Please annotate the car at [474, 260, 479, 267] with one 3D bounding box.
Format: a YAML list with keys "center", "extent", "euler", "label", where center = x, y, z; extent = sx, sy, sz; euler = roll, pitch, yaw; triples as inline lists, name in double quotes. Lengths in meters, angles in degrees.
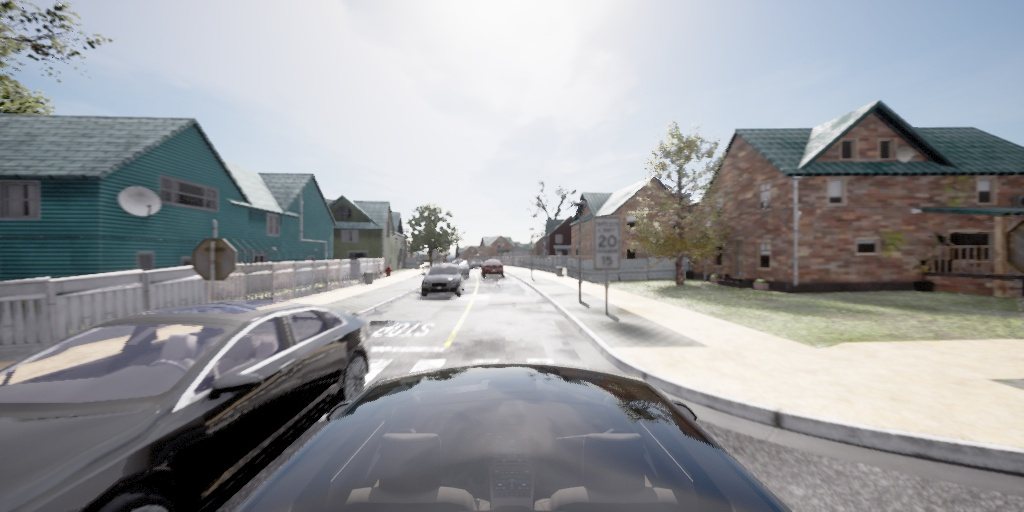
- center: [-5.428, 1.226, 54.775]
  extent: [1.895, 1.301, 4.718]
  euler: [0, 0, -11]
  label: "car"

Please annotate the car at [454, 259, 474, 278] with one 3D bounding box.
- center: [-4.625, 1.120, 31.683]
  extent: [2.128, 1.511, 4.902]
  euler: [0, 0, -7]
  label: "car"

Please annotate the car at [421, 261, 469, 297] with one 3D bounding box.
- center: [-3.450, 1.189, 18.601]
  extent: [1.837, 1.490, 4.892]
  euler: [0, 0, -4]
  label: "car"

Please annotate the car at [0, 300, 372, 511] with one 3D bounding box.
- center: [-2.932, 1.242, 3.310]
  extent: [2.128, 1.511, 4.902]
  euler: [0, 0, -1]
  label: "car"

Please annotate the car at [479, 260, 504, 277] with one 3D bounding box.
- center: [-1.843, 1.095, 33.266]
  extent: [1.882, 1.535, 5.008]
  euler: [0, 0, -7]
  label: "car"
